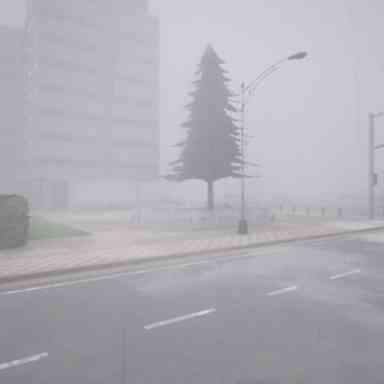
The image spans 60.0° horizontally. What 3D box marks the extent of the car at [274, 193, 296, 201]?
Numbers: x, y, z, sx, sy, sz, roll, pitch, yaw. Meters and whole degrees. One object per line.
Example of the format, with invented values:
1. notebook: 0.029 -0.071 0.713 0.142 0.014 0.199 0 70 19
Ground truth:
1. car: 22.985 1.198 82.399 1.970 1.475 3.806 0 0 -36

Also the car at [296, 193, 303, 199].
1. car: 25.341 1.158 84.082 1.784 1.438 3.905 0 0 -36

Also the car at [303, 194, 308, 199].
1. car: 27.494 0.939 85.683 1.932 1.855 4.605 0 0 -36

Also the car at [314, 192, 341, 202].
1. car: 27.074 1.216 66.759 1.970 1.475 3.806 0 0 -36

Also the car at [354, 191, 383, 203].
1. car: 40.768 0.924 76.657 1.932 1.855 4.605 0 0 -36

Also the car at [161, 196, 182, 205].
1. car: -3.636 1.434 57.626 1.812 1.442 4.674 0 0 -35
